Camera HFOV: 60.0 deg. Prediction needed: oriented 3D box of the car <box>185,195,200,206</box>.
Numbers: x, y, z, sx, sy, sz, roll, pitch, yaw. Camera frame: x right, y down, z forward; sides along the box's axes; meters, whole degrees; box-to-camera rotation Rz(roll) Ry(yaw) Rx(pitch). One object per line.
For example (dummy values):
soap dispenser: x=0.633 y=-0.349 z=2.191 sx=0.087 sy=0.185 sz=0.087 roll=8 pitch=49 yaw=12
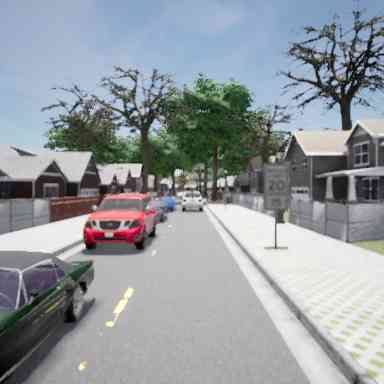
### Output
car: x=0.065 y=1.219 z=47.341 sx=1.994 sy=1.385 sz=4.181 roll=0 pitch=0 yaw=0

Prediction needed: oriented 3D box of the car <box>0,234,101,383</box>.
car: x=-2.840 y=1.567 z=4.327 sx=1.895 sy=1.301 sz=4.718 roll=0 pitch=0 yaw=0

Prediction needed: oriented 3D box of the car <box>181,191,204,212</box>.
car: x=0.040 y=0.958 z=35.511 sx=2.150 sy=2.045 sz=5.566 roll=0 pitch=0 yaw=0

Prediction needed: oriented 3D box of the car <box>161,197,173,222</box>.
car: x=-2.813 y=1.306 z=24.461 sx=2.128 sy=1.511 sz=4.902 roll=0 pitch=0 yaw=0

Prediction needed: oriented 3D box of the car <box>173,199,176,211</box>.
car: x=-2.762 y=1.218 z=34.735 sx=1.882 sy=1.535 sz=5.008 roll=0 pitch=0 yaw=1

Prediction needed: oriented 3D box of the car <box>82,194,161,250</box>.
car: x=-2.823 y=1.112 z=14.224 sx=2.150 sy=2.045 sz=5.566 roll=0 pitch=0 yaw=1
